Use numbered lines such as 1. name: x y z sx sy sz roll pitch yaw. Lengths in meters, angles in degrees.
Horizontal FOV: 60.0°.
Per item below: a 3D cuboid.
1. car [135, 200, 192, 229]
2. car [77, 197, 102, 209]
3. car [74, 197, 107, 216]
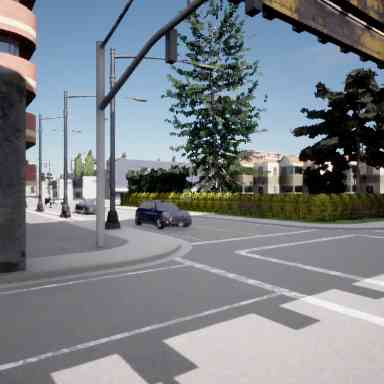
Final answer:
1. car: -1.949 1.352 21.692 2.097 1.767 4.553 0 0 -35
2. car: -14.059 1.478 45.331 1.882 1.535 5.008 0 0 -34
3. car: -10.312 1.547 33.565 2.033 1.411 5.357 0 0 -35
